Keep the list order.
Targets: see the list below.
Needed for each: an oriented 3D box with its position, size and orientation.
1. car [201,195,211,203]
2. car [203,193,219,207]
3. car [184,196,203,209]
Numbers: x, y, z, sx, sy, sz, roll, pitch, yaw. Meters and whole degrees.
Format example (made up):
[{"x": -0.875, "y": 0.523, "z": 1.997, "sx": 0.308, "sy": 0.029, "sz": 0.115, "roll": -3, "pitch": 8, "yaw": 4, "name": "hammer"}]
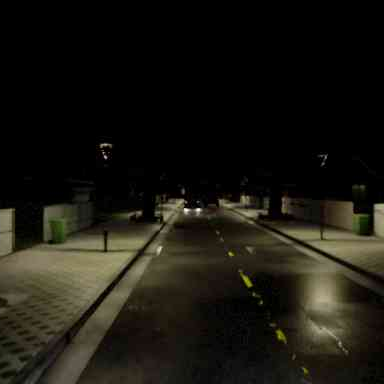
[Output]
[{"x": 2.920, "y": 1.442, "z": 69.895, "sx": 1.837, "sy": 1.490, "sz": 4.892, "roll": 0, "pitch": 0, "yaw": 0, "name": "car"}, {"x": 2.974, "y": 1.191, "z": 51.457, "sx": 2.150, "sy": 2.045, "sz": 5.566, "roll": 0, "pitch": 0, "yaw": 0, "name": "car"}, {"x": 0.036, "y": 1.322, "z": 45.391, "sx": 2.097, "sy": 1.767, "sz": 4.553, "roll": 0, "pitch": 0, "yaw": 0, "name": "car"}]
